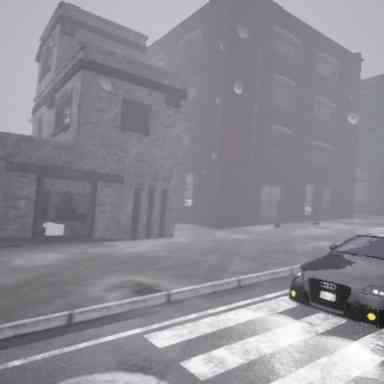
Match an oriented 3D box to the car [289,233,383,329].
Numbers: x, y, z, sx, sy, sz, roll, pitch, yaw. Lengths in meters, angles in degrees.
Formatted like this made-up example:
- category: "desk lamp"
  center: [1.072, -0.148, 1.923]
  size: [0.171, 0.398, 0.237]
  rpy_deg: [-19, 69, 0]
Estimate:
- category: "car"
  center: [3.919, 1.577, 6.778]
  size: [4.181, 1.385, 1.994]
  rpy_deg: [0, 0, -35]
